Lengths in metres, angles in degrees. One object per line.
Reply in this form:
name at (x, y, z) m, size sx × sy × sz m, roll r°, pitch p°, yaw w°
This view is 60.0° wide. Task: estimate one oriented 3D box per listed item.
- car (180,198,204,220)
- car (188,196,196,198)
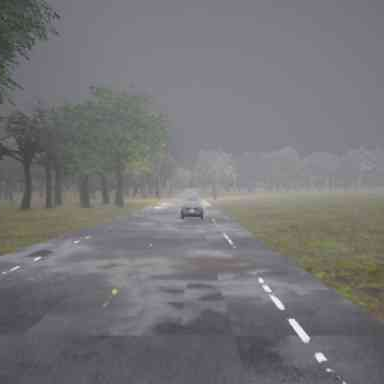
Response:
car at (0.005, 1.556, 28.947) m, size 2.163 × 1.488 × 4.792 m, roll 0°, pitch 0°, yaw 0°
car at (0.009, 1.480, 58.907) m, size 2.128 × 1.511 × 4.902 m, roll 0°, pitch 0°, yaw 0°
